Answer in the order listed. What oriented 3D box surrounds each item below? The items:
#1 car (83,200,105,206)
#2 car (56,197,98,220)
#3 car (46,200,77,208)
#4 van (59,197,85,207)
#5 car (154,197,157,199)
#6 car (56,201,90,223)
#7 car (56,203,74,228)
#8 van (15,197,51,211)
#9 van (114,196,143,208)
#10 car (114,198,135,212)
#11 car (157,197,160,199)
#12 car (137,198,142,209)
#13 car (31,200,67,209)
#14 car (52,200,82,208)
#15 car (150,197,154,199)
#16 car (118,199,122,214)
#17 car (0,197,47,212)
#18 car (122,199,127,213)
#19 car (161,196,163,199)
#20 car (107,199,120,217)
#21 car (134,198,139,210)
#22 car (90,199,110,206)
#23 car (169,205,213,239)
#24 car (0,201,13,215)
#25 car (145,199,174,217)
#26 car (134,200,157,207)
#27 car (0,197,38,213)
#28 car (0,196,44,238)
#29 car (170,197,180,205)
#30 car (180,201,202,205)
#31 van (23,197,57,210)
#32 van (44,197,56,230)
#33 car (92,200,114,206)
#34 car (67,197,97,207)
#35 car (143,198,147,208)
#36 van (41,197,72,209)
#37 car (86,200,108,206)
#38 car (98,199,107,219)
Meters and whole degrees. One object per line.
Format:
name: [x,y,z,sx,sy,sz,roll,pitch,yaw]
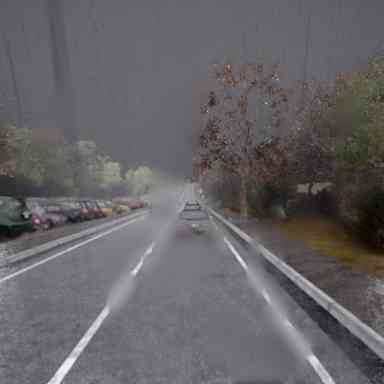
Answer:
car: [-23.356,2.616,79.282,4.674,1.452,2.002,0,-1,0]
car: [-10.277,1.517,26.537,4.553,1.767,2.185,0,-1,0]
car: [-23.398,2.172,59.904,4.792,1.488,2.163,0,-1,0]
van: [-23.483,2.026,65.319,4.442,1.987,1.878,0,-1,0]
car: [-10.101,2.248,65.265,5.366,1.575,1.946,0,-1,0]
car: [-10.304,1.601,23.759,5.008,1.535,2.097,0,-1,0]
car: [-10.314,1.601,20.982,4.674,1.452,2.002,0,-1,0]
van: [-23.259,1.744,48.831,4.442,1.987,1.878,0,-1,0]
van: [-10.411,1.784,51.521,4.442,1.987,1.878,0,-1,0]
car: [-10.115,1.844,40.414,5.366,1.575,1.946,0,-1,0]
car: [-10.098,2.378,70.937,5.366,1.575,1.946,0,-1,0]
car: [-10.267,1.999,48.741,4.792,1.488,2.163,0,-1,0]
car: [-23.378,2.052,54.367,5.008,1.535,2.097,0,-1,0]
car: [-23.397,2.222,62.543,4.792,1.488,2.163,0,-1,0]
car: [-10.474,2.192,62.613,5.366,1.575,1.946,0,-1,0]
car: [-10.297,1.766,34.863,4.892,1.521,2.231,0,-1,0]
car: [-23.349,1.678,46.062,5.566,2.045,2.435,0,-1,0]
car: [-10.308,1.807,37.638,4.892,1.521,2.231,0,-1,0]
car: [-10.307,2.325,79.269,5.566,2.045,2.435,0,-1,0]
car: [-10.119,1.721,32.087,5.366,1.575,1.946,0,-1,0]
car: [-10.268,1.958,45.966,4.792,1.488,2.163,0,-1,0]
car: [-23.387,2.578,84.700,4.553,1.767,2.185,0,-1,0]
car: [0.095,1.616,17.534,2.033,1.411,5.357,0,0,0]
car: [-23.376,1.807,37.748,5.008,1.535,2.097,0,-1,0]
car: [-3.366,1.759,35.237,2.128,1.511,4.902,0,-1,0]
car: [-10.288,2.447,73.712,4.892,1.521,2.231,0,-1,0]
car: [-23.350,1.637,43.292,5.566,2.045,2.435,0,-1,0]
car: [-10.342,1.228,15.435,5.566,2.045,2.435,0,-1,0]
car: [-3.413,2.377,75.721,1.812,1.442,4.674,0,-1,0]
car: [0.072,1.799,38.024,2.128,1.511,4.902,0,-1,0]
van: [-23.490,1.785,51.601,4.442,1.987,1.878,0,-1,0]
van: [-10.196,1.294,18.210,4.442,1.987,1.878,0,-1,0]
car: [-23.349,2.768,87.468,5.008,1.535,2.097,0,-1,0]
car: [-23.392,2.130,70.981,5.566,2.045,2.435,0,-1,0]
car: [-10.322,2.081,54.294,4.792,1.488,2.163,0,-1,0]
van: [-23.263,1.870,57.156,4.442,1.987,1.878,0,-1,0]
car: [-23.328,2.671,82.052,4.792,1.488,2.163,0,-1,0]
car: [-10.275,1.558,29.312,4.553,1.767,2.185,0,-1,0]
